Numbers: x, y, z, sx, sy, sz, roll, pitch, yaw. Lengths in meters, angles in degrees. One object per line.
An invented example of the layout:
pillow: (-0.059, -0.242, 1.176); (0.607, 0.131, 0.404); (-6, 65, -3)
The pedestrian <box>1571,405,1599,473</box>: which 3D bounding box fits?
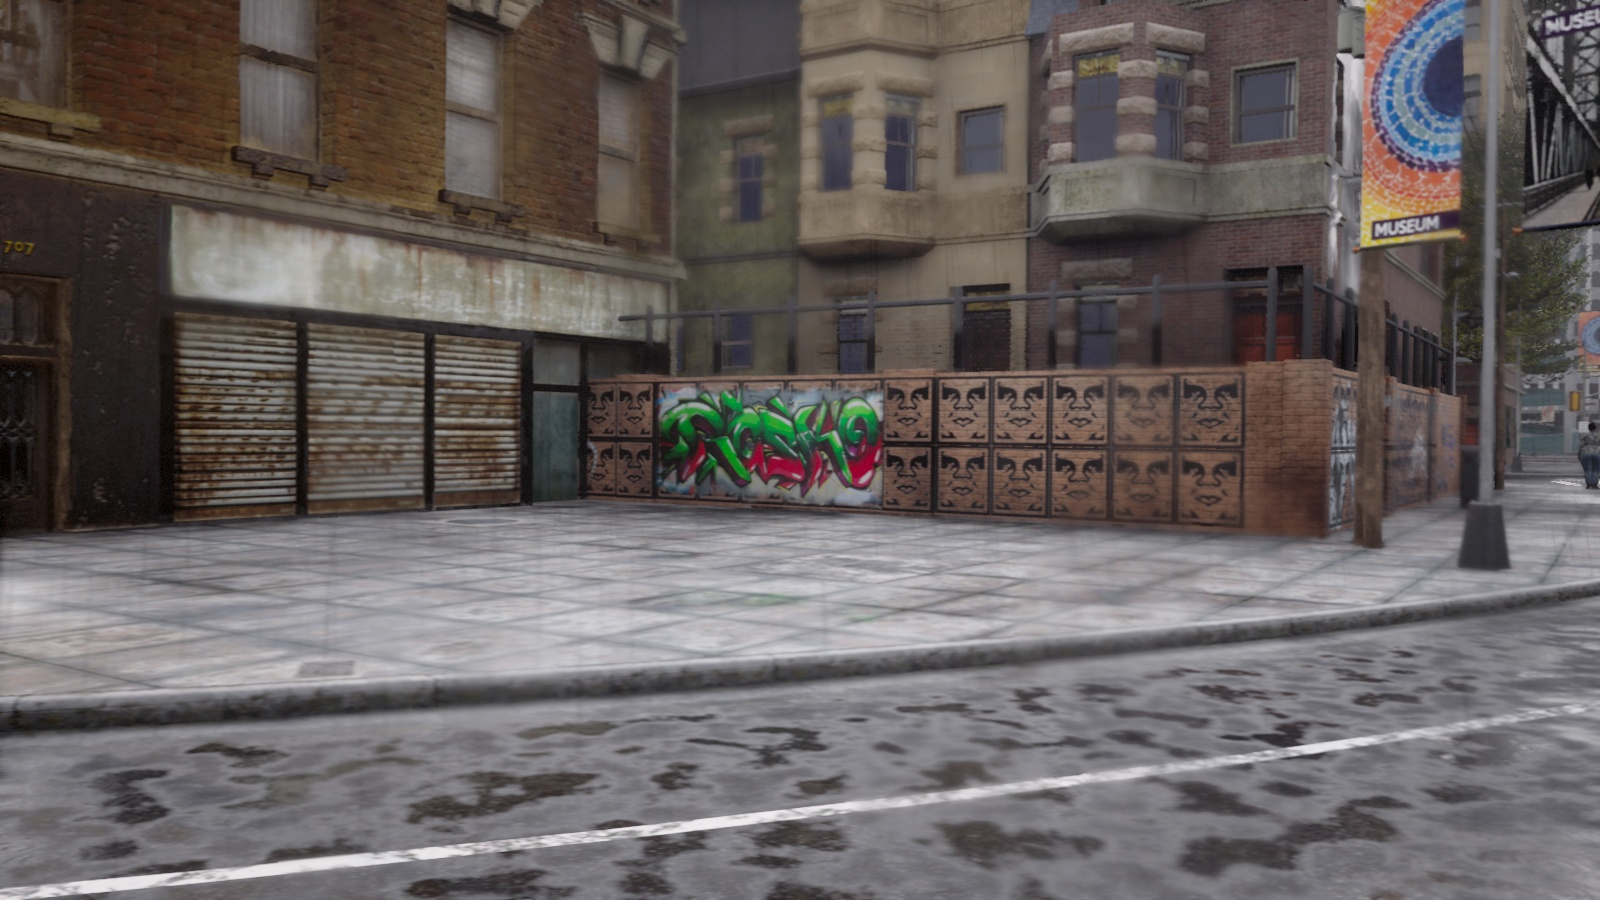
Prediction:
pedestrian: (21.875, -0.320, 34.743); (0.874, 1.855, 0.900); (0, 1, 34)
